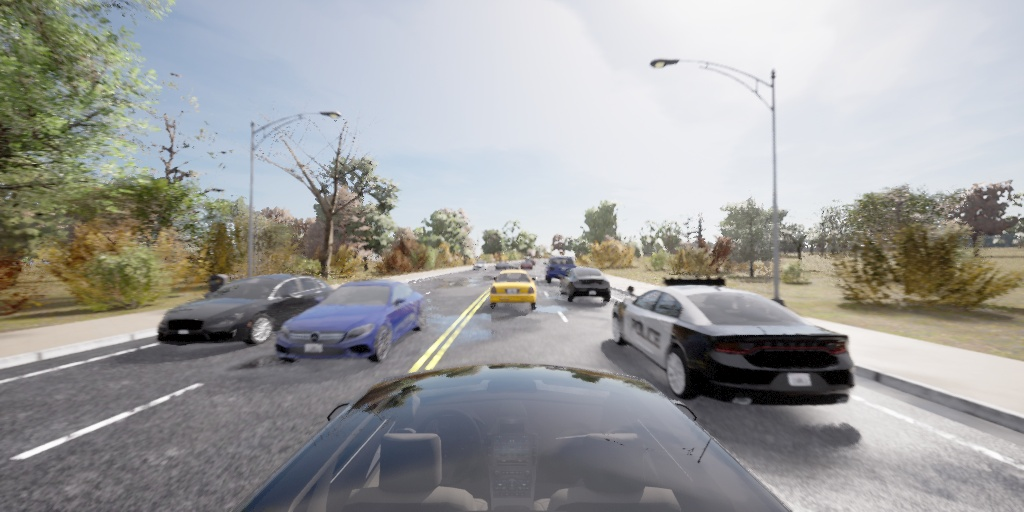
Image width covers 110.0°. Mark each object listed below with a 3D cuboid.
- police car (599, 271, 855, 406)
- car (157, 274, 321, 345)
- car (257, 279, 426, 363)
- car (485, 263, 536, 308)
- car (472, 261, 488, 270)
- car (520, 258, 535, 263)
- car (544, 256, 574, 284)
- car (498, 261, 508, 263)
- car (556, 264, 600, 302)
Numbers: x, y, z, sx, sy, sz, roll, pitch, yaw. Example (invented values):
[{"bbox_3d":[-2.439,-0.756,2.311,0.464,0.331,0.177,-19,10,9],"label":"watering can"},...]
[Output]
[{"bbox_3d":[3.262,1.197,6.635,1.930,1.638,5.238,0,0,0],"label":"police car"},{"bbox_3d":[-6.535,1.276,9.590,1.837,1.490,4.892,0,0,1],"label":"car"},{"bbox_3d":[-3.302,1.296,8.342,1.812,1.442,4.674,0,0,1],"label":"car"},{"bbox_3d":[0.092,1.252,15.484,1.801,1.575,5.366,0,0,2],"label":"car"},{"bbox_3d":[-4.590,1.433,53.774,1.812,1.442,4.674,0,0,4],"label":"car"},{"bbox_3d":[2.287,1.438,56.997,1.994,1.385,4.181,0,0,5],"label":"car"},{"bbox_3d":[3.758,1.051,28.400,2.150,2.045,5.566,0,0,2],"label":"car"},{"bbox_3d":[-1.349,1.457,53.537,1.994,1.385,4.181,0,0,4],"label":"car"},{"bbox_3d":[3.424,1.309,17.448,1.837,1.490,4.892,0,0,1],"label":"car"}]
